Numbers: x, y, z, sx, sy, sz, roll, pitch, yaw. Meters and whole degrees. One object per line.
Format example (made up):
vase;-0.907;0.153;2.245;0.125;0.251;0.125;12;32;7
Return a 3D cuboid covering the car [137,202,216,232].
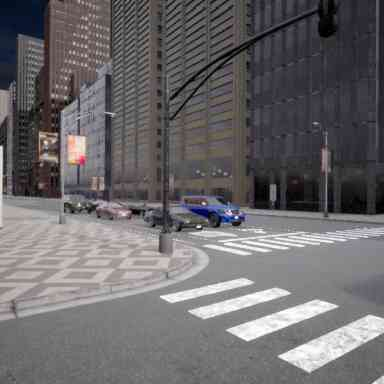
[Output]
car;-1.153;1.569;20.803;2.033;1.411;5.357;1;-1;-35

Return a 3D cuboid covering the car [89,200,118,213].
car;-10.564;1.653;39.562;1.812;1.442;4.674;1;-1;-35

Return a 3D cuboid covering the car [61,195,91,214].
car;-13.076;1.324;37.492;2.150;2.045;5.566;1;-1;-36

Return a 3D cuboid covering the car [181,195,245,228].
car;1.175;1.269;23.126;2.150;2.045;5.566;1;-1;-36

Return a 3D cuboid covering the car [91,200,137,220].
car;-6.851;1.585;28.769;1.812;1.442;4.674;1;-1;-36
